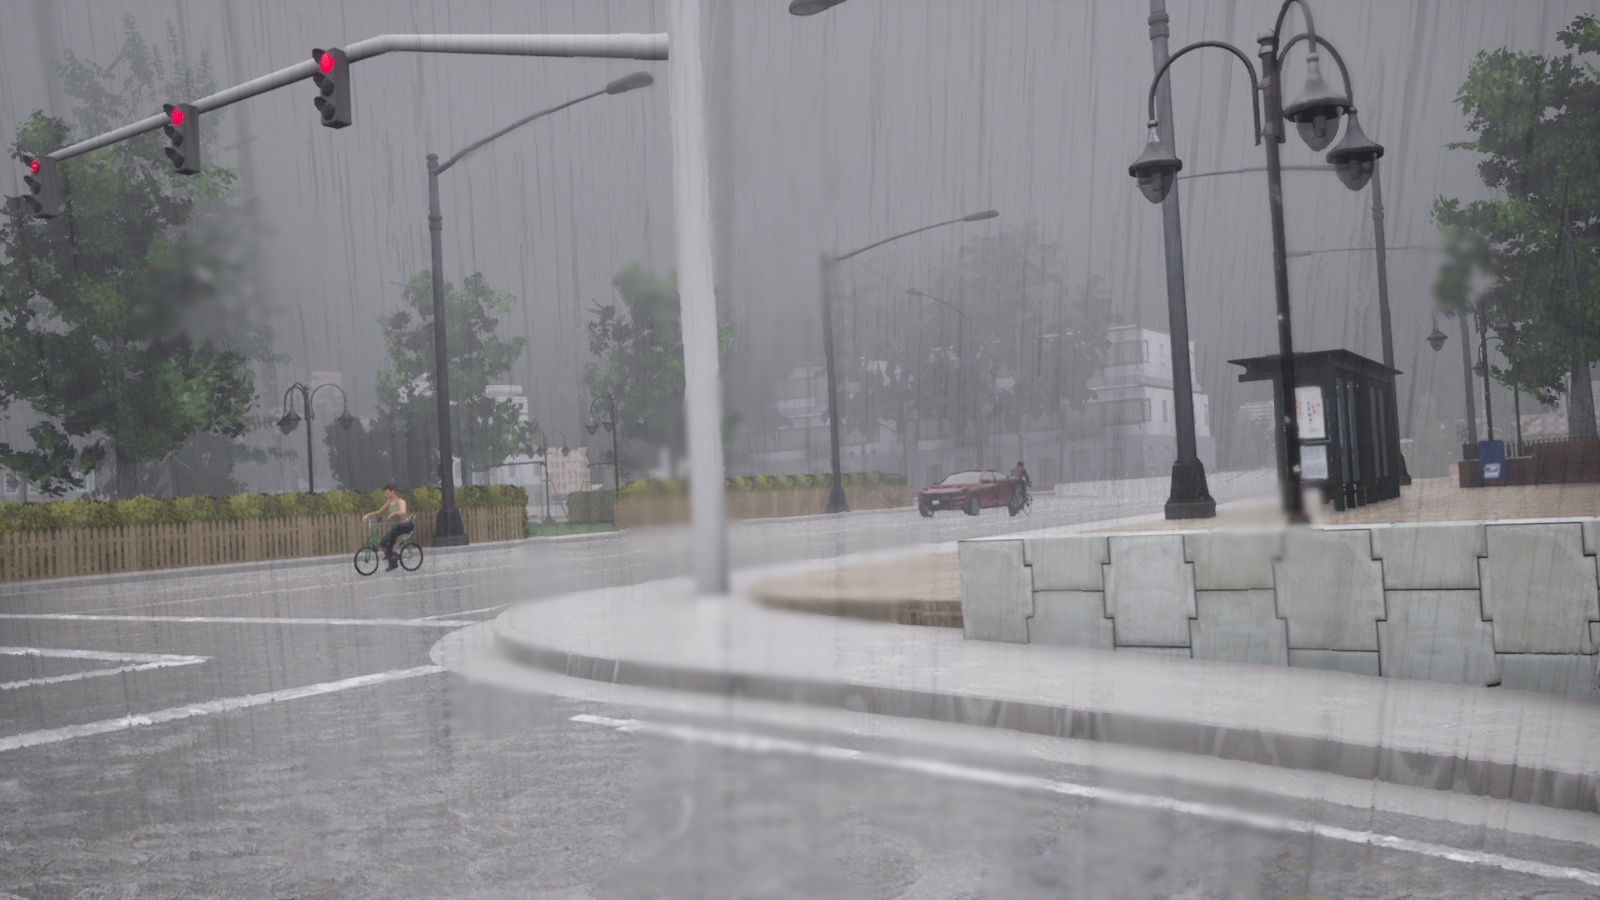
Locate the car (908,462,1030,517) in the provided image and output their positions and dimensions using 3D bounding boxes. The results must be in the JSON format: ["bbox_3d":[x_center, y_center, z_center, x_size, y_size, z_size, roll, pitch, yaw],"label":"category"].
[{"bbox_3d":[5.710,1.293,41.895,1.882,1.535,5.008,-6,-2,34],"label":"car"}]

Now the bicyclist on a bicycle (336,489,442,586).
[{"bbox_3d":[-7.415,1.572,22.710,0.866,1.612,1.509,-6,-2,35],"label":"bicyclist on a bicycle"}]

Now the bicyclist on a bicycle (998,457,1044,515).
[{"bbox_3d":[6.490,1.041,36.861,0.582,1.620,1.656,-6,-3,34],"label":"bicyclist on a bicycle"}]
